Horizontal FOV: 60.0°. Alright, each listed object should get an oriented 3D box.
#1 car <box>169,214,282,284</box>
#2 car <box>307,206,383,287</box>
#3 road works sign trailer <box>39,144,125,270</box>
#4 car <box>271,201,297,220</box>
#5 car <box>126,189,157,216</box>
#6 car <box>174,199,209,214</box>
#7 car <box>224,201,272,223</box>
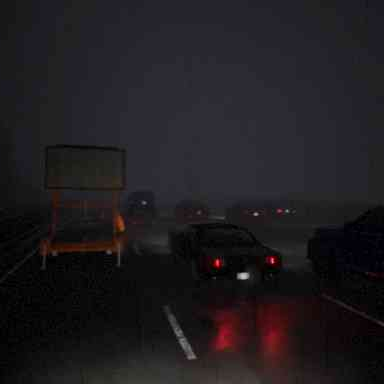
[{"bbox_3d":[0.596,1.548,9.540,1.895,1.301,4.718,1,0,-15],"label":"car"},{"bbox_3d":[4.841,1.270,7.154,2.150,2.045,5.566,1,0,-15],"label":"car"},{"bbox_3d":[-3.391,0.323,10.648,2.380,3.560,2.880,1,0,-15],"label":"road works sign trailer"},{"bbox_3d":[6.655,1.493,27.939,2.033,1.411,5.357,1,0,-15],"label":"car"},{"bbox_3d":[-4.451,0.936,28.954,2.150,2.045,5.566,1,0,-15],"label":"car"},{"bbox_3d":[-0.117,1.298,26.171,1.882,1.535,5.008,1,0,-15],"label":"car"},{"bbox_3d":[3.869,1.474,24.744,1.994,1.385,4.181,1,0,-15],"label":"car"}]
